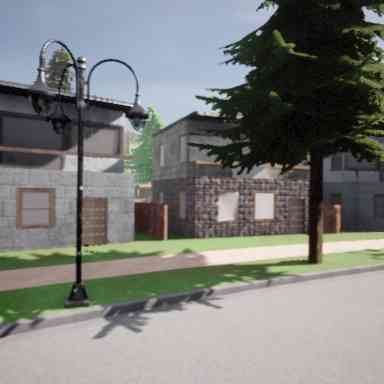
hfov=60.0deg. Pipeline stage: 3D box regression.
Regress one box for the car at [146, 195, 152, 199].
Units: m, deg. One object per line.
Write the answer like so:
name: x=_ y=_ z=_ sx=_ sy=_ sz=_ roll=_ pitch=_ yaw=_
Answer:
car: x=-9.834 y=1.522 z=78.698 sx=1.905 sy=1.878 sz=3.866 roll=1 pitch=0 yaw=-13
